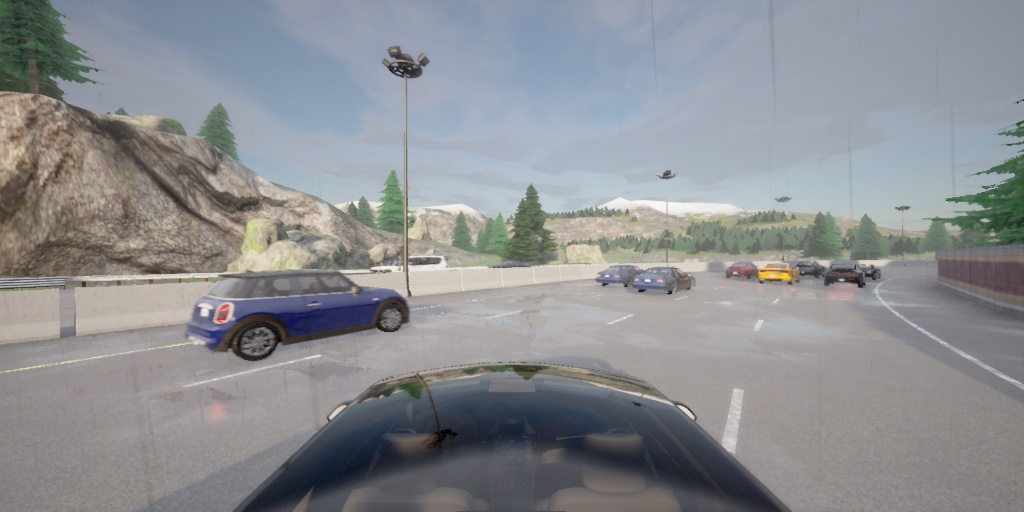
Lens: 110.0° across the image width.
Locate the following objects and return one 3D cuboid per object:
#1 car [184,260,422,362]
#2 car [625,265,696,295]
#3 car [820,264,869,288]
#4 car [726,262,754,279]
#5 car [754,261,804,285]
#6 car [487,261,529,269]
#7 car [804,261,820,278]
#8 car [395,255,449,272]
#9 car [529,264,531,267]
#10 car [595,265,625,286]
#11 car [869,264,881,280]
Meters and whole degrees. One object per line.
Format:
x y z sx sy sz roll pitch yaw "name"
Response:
-4.730 1.103 8.665 2.097 1.767 4.553 0 0 34 "car"
8.605 1.297 20.082 2.033 1.411 5.357 0 0 43 "car"
22.454 1.255 24.155 4.892 1.490 1.837 0 0 -43 "car"
20.704 1.276 32.016 4.674 1.442 1.812 0 0 -41 "car"
19.697 1.228 26.361 5.008 1.535 1.882 0 0 -44 "car"
-0.662 1.351 41.045 4.718 1.301 1.895 0 0 -45 "car"
27.621 1.241 33.254 4.902 1.511 2.128 0 0 -39 "car"
-6.740 0.971 23.862 2.150 2.045 5.566 0 0 39 "car"
0.174 1.297 46.725 5.357 1.411 2.033 0 0 -43 "car"
7.695 1.298 24.289 2.033 1.411 5.357 0 0 44 "car"
30.379 1.351 31.004 4.718 1.301 1.895 0 0 -39 "car"
